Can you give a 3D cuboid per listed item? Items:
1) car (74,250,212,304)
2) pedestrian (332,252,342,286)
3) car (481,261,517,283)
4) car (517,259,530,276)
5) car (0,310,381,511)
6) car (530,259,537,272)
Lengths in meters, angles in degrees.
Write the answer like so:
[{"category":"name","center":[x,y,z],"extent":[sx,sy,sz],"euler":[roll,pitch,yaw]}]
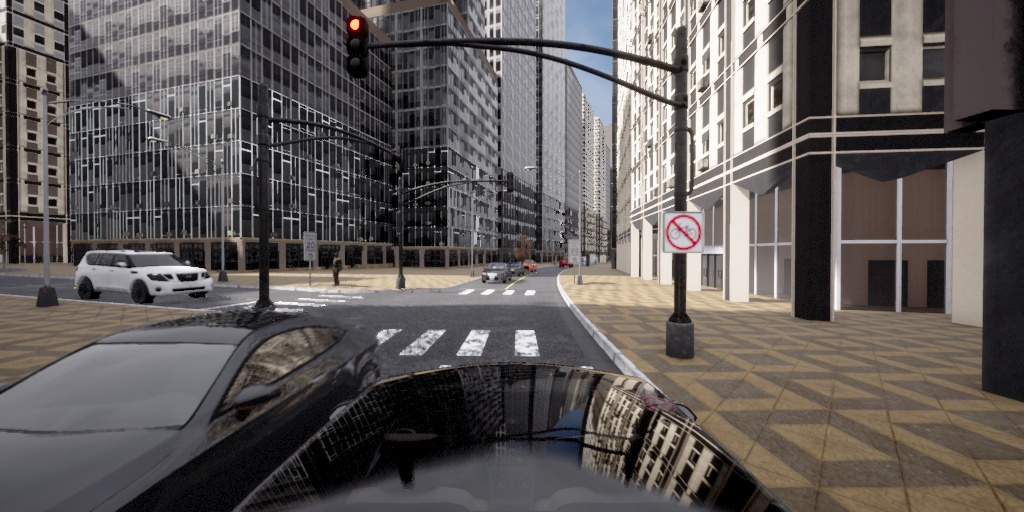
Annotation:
[{"category":"car","center":[-15.500,0.784,15.088],"extent":[5.566,2.045,2.150],"euler":[1,1,16]},{"category":"pedestrian","center":[-9.523,0.716,19.442],"extent":[0.375,1.860,0.375],"euler":[0,0,16]},{"category":"car","center":[-1.117,1.275,28.175],"extent":[2.128,1.511,4.902],"euler":[0,0,7]},{"category":"car","center":[0.229,1.310,37.657],"extent":[2.128,1.511,4.902],"euler":[0,0,9]},{"category":"car","center":[-2.619,1.275,2.990],"extent":[1.812,1.442,4.674],"euler":[0,0,0]},{"category":"car","center":[2.008,1.218,47.435],"extent":[2.097,1.767,4.553],"euler":[0,0,12]}]
